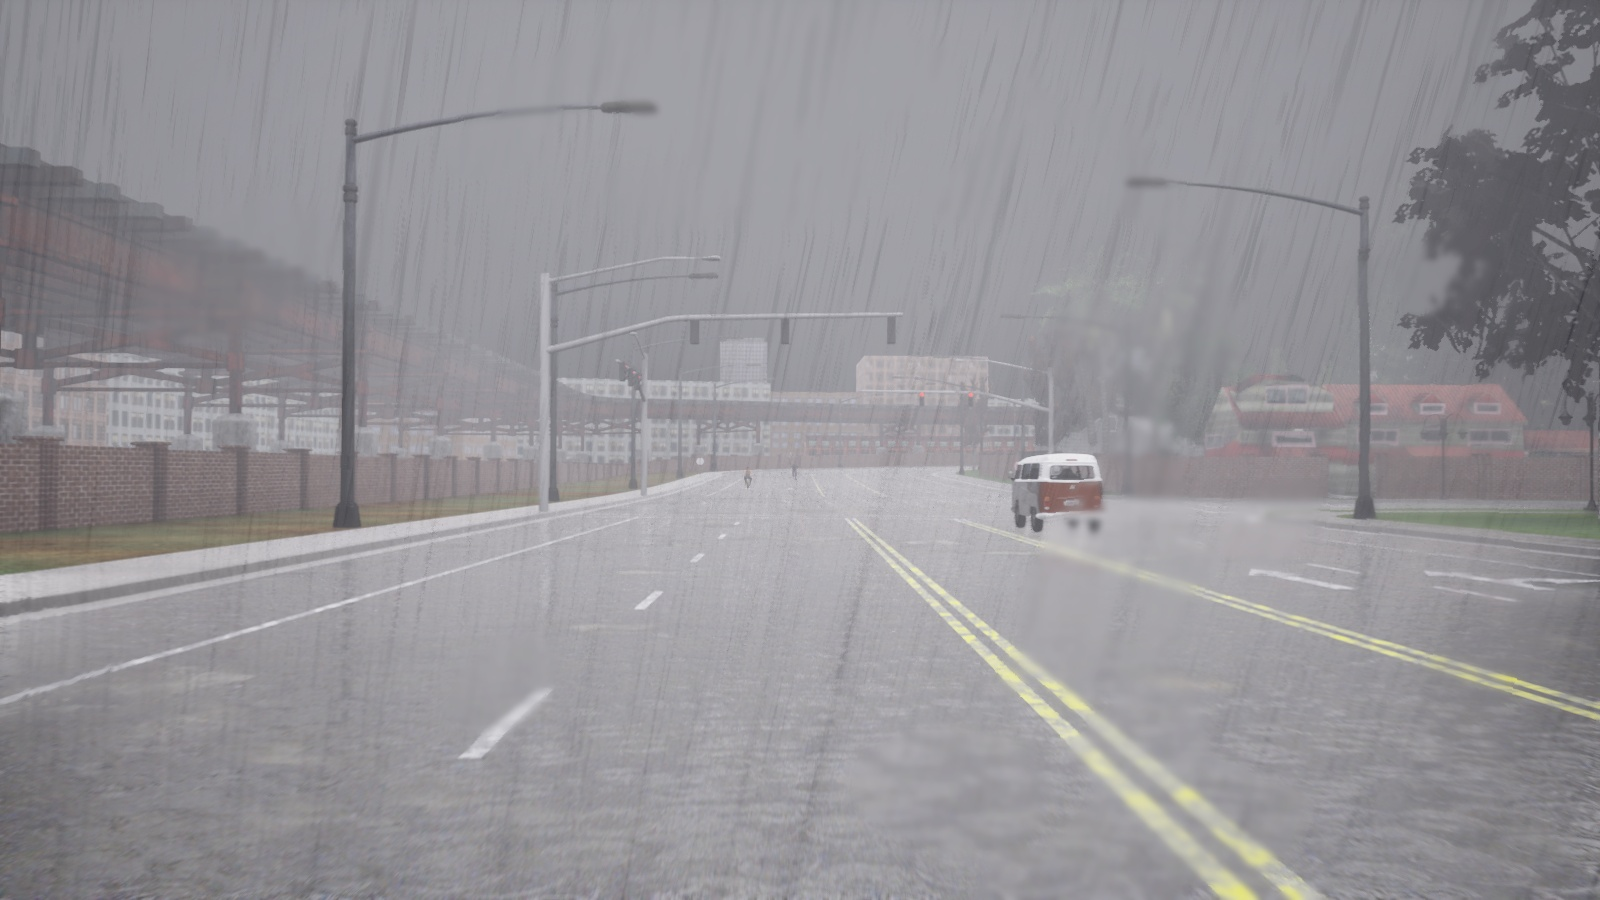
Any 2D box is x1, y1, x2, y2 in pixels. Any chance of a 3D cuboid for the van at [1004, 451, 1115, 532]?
[{"bbox_3d":[6.914,1.078,33.940,2.069,2.038,4.480,0,-1,0],"label":"van"}]
